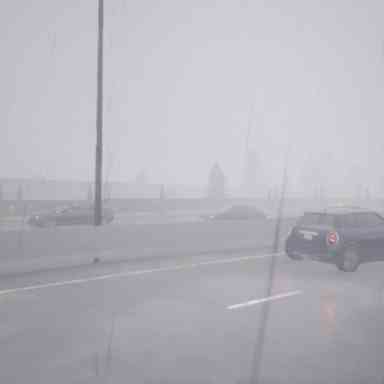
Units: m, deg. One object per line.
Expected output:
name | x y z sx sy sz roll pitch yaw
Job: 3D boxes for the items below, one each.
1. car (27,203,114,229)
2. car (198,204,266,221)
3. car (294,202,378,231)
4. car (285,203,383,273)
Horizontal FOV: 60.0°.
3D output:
car | -7.143 1.414 19.947 4.902 1.511 2.128 0 0 -31
car | 2.629 1.482 21.454 4.674 1.442 1.812 0 0 -27
car | 8.925 1.455 20.566 5.008 1.535 1.882 0 0 -23
car | 5.239 1.333 10.756 4.553 1.767 2.097 0 0 -29
